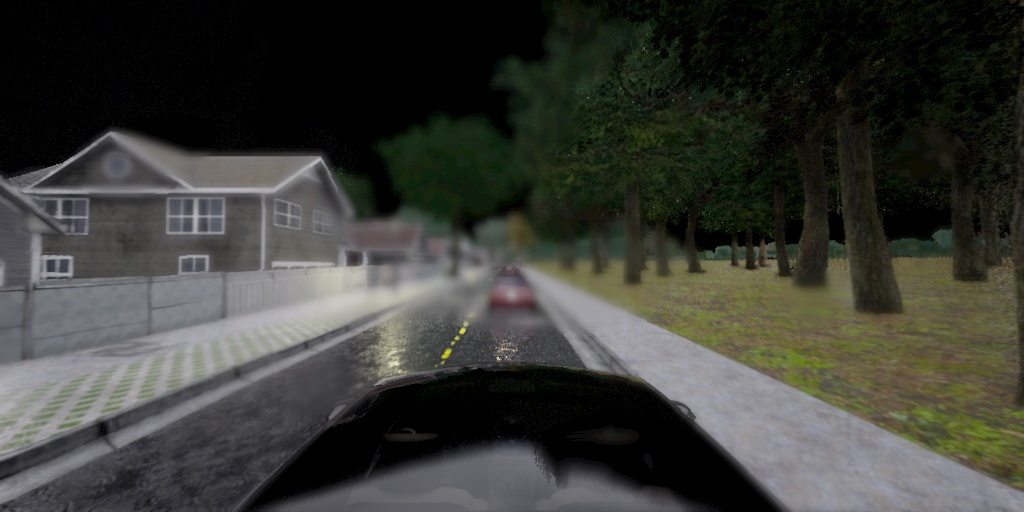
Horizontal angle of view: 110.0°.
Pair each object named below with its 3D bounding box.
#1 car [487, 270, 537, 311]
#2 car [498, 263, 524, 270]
[{"bbox_3d":[0.019,1.470,15.379,1.994,1.385,4.181,0,-1,1],"label":"car"},{"bbox_3d":[0.026,1.573,31.105,1.882,1.535,5.008,0,0,1],"label":"car"}]
